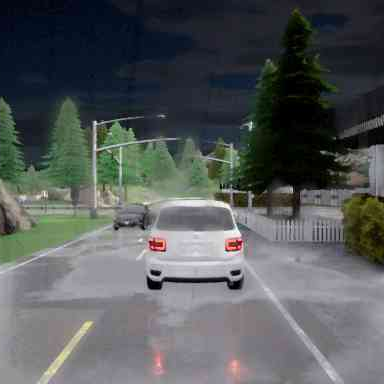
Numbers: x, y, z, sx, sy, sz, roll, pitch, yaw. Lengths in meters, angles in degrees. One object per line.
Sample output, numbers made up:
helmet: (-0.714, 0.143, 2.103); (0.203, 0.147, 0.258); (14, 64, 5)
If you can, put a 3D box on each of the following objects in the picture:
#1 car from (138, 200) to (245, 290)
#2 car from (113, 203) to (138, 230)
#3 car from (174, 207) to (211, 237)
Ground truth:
car: (0.063, 1.221, 9.234); (2.150, 2.045, 5.566); (0, 0, 0)
car: (-3.622, 1.507, 20.960); (1.837, 1.490, 4.892); (0, -1, 0)
car: (0.015, 1.601, 18.997); (1.895, 1.301, 4.718); (0, 0, 0)
